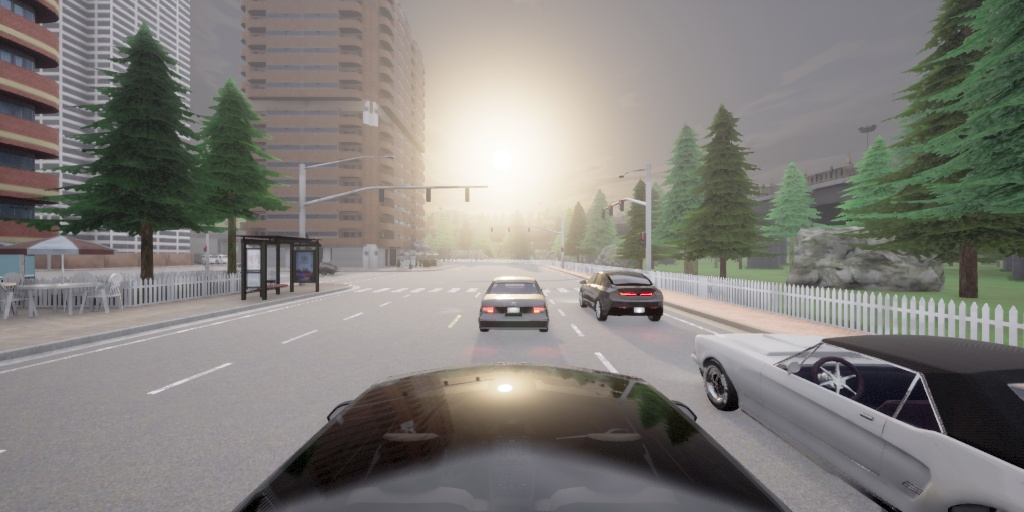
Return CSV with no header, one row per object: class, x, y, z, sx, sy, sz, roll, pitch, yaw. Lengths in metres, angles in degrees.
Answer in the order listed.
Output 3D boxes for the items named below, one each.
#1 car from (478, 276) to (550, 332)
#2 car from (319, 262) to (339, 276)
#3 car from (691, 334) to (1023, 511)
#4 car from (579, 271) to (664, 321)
car,0.077,1.297,10.807,2.033,1.411,5.357,0,0,1
car,-20.702,1.331,37.779,4.674,1.442,1.812,0,0,0
car,3.514,1.351,3.133,1.895,1.301,4.718,0,0,1
car,3.564,1.255,12.396,1.837,1.490,4.892,0,0,1
